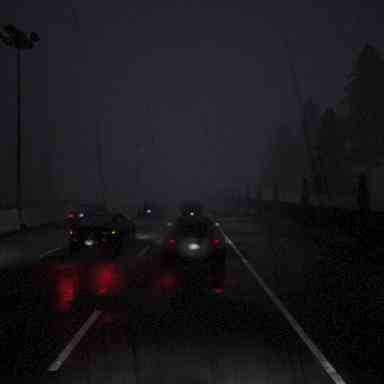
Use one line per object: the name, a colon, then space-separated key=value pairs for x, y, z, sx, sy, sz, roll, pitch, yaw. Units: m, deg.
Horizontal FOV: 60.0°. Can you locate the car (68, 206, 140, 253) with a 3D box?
car: x=-3.461 y=1.517 z=13.462 sx=1.812 sy=1.442 sz=4.674 roll=0 pitch=0 yaw=0

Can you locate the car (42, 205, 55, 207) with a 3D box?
car: x=-14.213 y=1.508 z=35.057 sx=1.812 sy=1.442 sz=4.674 roll=0 pitch=0 yaw=0

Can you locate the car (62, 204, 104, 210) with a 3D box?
car: x=-6.995 y=1.533 z=23.530 sx=2.033 sy=1.411 sz=5.357 roll=0 pitch=0 yaw=0

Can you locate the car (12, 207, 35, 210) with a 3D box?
car: x=-17.713 y=1.491 z=35.288 sx=1.837 sy=1.490 sz=4.892 roll=0 pitch=0 yaw=0

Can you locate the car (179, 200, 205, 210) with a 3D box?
car: x=-0.003 y=1.478 z=28.675 sx=1.837 sy=1.490 sz=4.892 roll=0 pitch=0 yaw=0

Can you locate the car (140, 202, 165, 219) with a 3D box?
car: x=-3.504 y=1.540 z=29.083 sx=1.994 sy=1.385 sz=4.181 roll=0 pitch=0 yaw=0

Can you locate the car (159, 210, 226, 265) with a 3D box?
car: x=0.052 y=1.553 z=11.606 sx=1.994 sy=1.385 sz=4.181 roll=0 pitch=0 yaw=0
